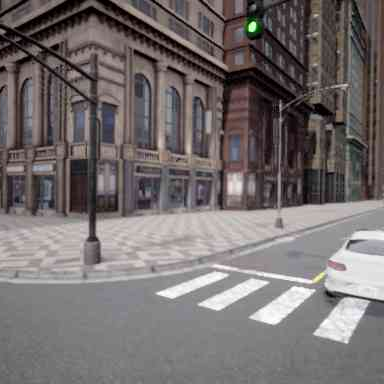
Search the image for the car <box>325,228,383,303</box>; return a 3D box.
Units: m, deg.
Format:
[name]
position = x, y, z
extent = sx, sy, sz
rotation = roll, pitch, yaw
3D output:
[car]
position = 4.474, 1.593, 7.819
extent = 1.812, 1.442, 4.674
rotation = 1, 0, 35
